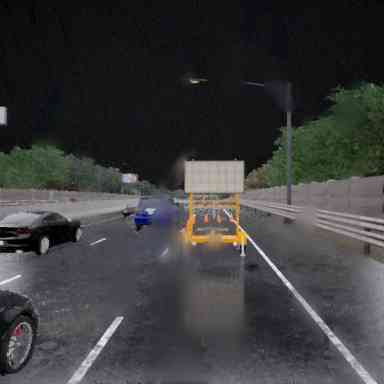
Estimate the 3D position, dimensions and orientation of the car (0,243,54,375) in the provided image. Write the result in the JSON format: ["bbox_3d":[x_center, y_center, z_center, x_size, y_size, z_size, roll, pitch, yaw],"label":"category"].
[{"bbox_3d":[-3.121,1.526,2.663,1.812,1.442,4.674,0,0,3],"label":"car"}]

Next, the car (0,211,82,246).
[{"bbox_3d":[-6.036,1.486,13.173,1.882,1.535,5.008,0,0,3],"label":"car"}]

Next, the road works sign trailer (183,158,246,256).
[{"bbox_3d":[0.880,0.473,13.194,2.380,3.560,2.880,0,0,3],"label":"road works sign trailer"}]

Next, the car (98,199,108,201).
[{"bbox_3d":[-17.316,2.045,64.162,1.895,1.301,4.718,0,-1,4],"label":"car"}]

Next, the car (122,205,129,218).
[{"bbox_3d":[-5.032,1.713,31.022,1.895,1.301,4.718,0,-1,3],"label":"car"}]

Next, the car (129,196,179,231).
[{"bbox_3d":[-2.092,1.261,20.979,2.150,2.045,5.566,0,0,3],"label":"car"}]

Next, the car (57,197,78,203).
[{"bbox_3d":[-21.278,1.705,56.823,2.097,1.767,4.553,0,-1,4],"label":"car"}]

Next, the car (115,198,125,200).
[{"bbox_3d":[-13.860,1.933,63.607,2.128,1.511,4.902,0,-1,4],"label":"car"}]
